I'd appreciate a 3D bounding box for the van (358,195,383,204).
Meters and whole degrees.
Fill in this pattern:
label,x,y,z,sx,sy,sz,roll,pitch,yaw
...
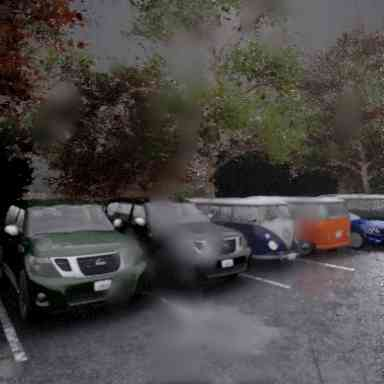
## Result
label,x,y,z,sx,sy,sz,roll,pitch,yaw
van,8.243,1.116,15.805,1.878,1.987,4.442,0,0,-36

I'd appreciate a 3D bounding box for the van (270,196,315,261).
label,x,y,z,sx,sy,sz,roll,pitch,yaw
van,1.470,1.188,10.963,1.878,1.987,4.442,-1,0,-35

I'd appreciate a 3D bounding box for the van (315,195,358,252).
label,x,y,z,sx,sy,sz,roll,pitch,yaw
van,3.590,1.163,12.762,1.878,1.987,4.442,-1,0,-35

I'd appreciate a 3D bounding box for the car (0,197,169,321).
label,x,y,z,sx,sy,sz,roll,pitch,yaw
car,-3.092,1.211,7.819,2.435,2.045,5.566,-1,0,-36

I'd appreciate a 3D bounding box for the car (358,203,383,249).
label,x,y,z,sx,sy,sz,roll,pitch,yaw
car,5.911,1.364,14.281,2.097,1.535,5.008,-1,0,-35

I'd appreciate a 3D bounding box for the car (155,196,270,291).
label,x,y,z,sx,sy,sz,roll,pitch,yaw
car,-0.837,1.187,9.428,2.435,2.045,5.566,-1,0,-36
